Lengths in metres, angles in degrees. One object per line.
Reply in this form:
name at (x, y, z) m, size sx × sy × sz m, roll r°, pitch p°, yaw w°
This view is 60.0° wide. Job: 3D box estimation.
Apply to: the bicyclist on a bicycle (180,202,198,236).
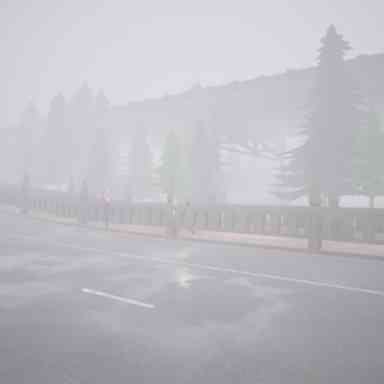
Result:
bicyclist on a bicycle at (-0.119, 1.297, 16.133) m, size 0.582 × 1.620 × 1.656 m, roll -2°, pitch -4°, yaw 32°
